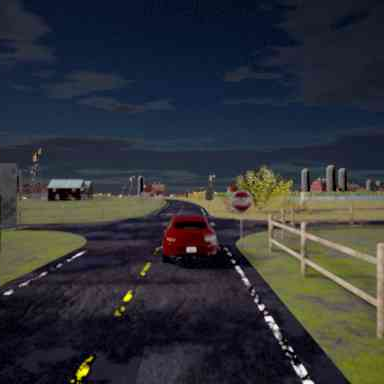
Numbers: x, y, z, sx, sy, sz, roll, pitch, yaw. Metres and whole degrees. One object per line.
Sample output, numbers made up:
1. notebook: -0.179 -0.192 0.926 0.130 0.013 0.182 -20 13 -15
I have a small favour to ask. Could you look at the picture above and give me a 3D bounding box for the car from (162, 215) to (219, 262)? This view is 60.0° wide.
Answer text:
1. car: -0.111 1.567 12.227 1.812 1.442 4.674 0 0 -2
